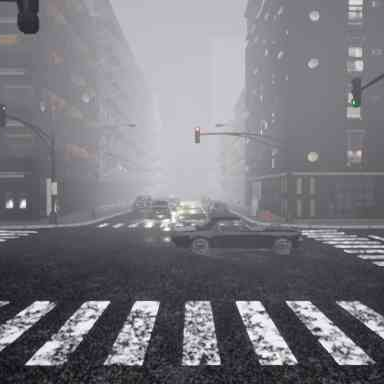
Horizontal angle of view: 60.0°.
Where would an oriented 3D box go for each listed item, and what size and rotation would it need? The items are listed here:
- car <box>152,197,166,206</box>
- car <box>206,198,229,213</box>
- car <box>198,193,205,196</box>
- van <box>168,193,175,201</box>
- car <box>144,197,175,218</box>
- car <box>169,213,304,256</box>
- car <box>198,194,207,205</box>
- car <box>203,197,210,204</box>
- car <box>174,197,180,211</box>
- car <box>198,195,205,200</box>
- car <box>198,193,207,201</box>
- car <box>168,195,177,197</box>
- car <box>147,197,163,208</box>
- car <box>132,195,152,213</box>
[{"bbox_3d":[-5.316,1.549,53.676,1.802,1.307,4.206,-1,0,0],"label":"car"},{"bbox_3d":[2.561,1.564,31.464,1.802,1.307,4.206,-1,0,0],"label":"car"},{"bbox_3d":[2.569,1.531,75.778,1.802,1.307,4.206,-1,0,0],"label":"car"},{"bbox_3d":[-5.312,1.280,86.899,1.690,1.788,3.998,-1,0,0],"label":"van"},{"bbox_3d":[-2.836,1.488,30.197,1.837,1.490,4.892,0,0,0],"label":"car"},{"bbox_3d":[1.639,1.594,12.520,4.718,1.301,1.895,0,0,0],"label":"car"},{"bbox_3d":[2.565,1.507,59.160,1.887,1.381,4.507,-1,0,0],"label":"car"},{"bbox_3d":[2.561,1.529,37.003,2.008,1.369,4.403,-1,0,0],"label":"car"},{"bbox_3d":[-2.831,1.577,40.297,1.895,1.301,4.718,0,0,0],"label":"car"},{"bbox_3d":[2.572,1.515,92.395,1.802,1.307,4.206,-1,0,0],"label":"car"},{"bbox_3d":[2.566,1.259,81.317,2.192,1.841,5.009,-1,0,0],"label":"car"},{"bbox_3d":[-2.765,1.516,50.948,2.033,1.411,5.357,0,0,1],"label":"car"},{"bbox_3d":[-5.317,1.496,47.968,1.752,1.417,4.829,-1,0,0],"label":"car"},{"bbox_3d":[-5.322,1.293,37.064,2.192,1.841,5.009,-1,0,0],"label":"car"}]
